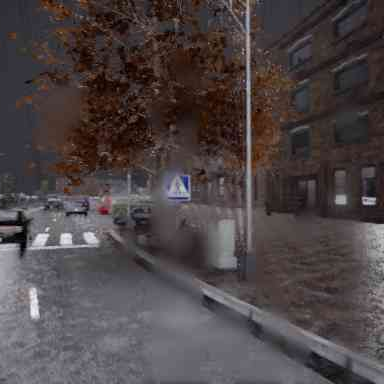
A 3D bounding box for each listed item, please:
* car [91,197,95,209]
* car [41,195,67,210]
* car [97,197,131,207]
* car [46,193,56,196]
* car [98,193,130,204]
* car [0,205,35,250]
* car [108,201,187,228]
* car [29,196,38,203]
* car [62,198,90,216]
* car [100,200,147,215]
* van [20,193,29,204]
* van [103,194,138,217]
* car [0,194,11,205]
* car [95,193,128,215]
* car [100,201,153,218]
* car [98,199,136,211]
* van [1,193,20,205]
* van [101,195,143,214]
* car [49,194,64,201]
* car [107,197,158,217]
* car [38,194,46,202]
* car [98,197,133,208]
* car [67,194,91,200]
[{"bbox_3d":[-8.979,1.550,39.889,5.366,1.575,1.946,0,0,-17],"label":"car"},{"bbox_3d":[-17.550,1.517,42.372,1.837,1.490,4.892,0,0,-15],"label":"car"},{"bbox_3d":[-11.761,1.499,50.454,4.892,1.521,2.231,0,0,-14],"label":"car"},{"bbox_3d":[-34.142,1.297,79.865,2.435,2.045,5.566,0,-1,-6],"label":"car"},{"bbox_3d":[-14.318,1.187,61.207,5.566,2.045,2.435,1,0,-11],"label":"car"},{"bbox_3d":[-7.917,1.525,14.175,2.128,1.511,4.902,0,0,-23],"label":"car"},{"bbox_3d":[-2.751,1.578,21.884,4.892,1.521,2.231,0,0,-19],"label":"car"},{"bbox_3d":[-31.556,1.421,63.478,2.002,1.452,4.674,0,0,-10],"label":"car"},{"bbox_3d":[-11.455,1.626,32.967,1.994,1.385,4.181,0,0,-19],"label":"car"},{"bbox_3d":[-7.173,1.611,34.745,4.674,1.452,2.002,0,0,-18],"label":"car"},{"bbox_3d":[-30.482,1.145,57.909,1.878,1.987,4.442,0,0,-11],"label":"van"},{"bbox_3d":[-4.665,1.354,27.054,4.442,1.987,1.878,0,0,-19],"label":"van"},{"bbox_3d":[-28.034,1.440,47.188,2.163,1.488,4.792,0,0,-13],"label":"car"},{"bbox_3d":[-5.435,1.330,29.693,5.566,2.045,2.435,0,0,-19],"label":"car"},{"bbox_3d":[-6.377,1.606,32.253,4.792,1.488,2.163,0,0,-18],"label":"car"},{"bbox_3d":[-9.578,1.583,42.558,4.674,1.452,2.002,0,0,-16],"label":"car"},{"bbox_3d":[-29.297,1.157,52.499,1.878,1.987,4.442,0,0,-12],"label":"van"},{"bbox_3d":[-7.883,1.339,37.366,4.442,1.987,1.878,0,0,-17],"label":"van"},{"bbox_3d":[-34.770,1.526,85.437,2.185,1.767,4.553,0,-1,-5],"label":"car"},{"bbox_3d":[-3.620,1.454,24.499,4.553,1.767,2.185,0,0,-19],"label":"car"},{"bbox_3d":[-32.524,1.455,68.935,2.002,1.452,4.674,0,-1,-9],"label":"car"},{"bbox_3d":[-11.028,1.544,47.821,4.792,1.488,2.163,0,0,-15],"label":"car"},{"bbox_3d":[-14.740,1.250,43.678,2.150,2.045,5.566,0,1,-16],"label":"car"}]
